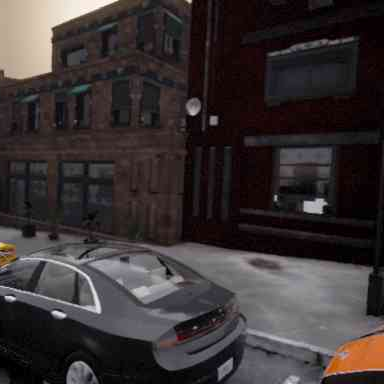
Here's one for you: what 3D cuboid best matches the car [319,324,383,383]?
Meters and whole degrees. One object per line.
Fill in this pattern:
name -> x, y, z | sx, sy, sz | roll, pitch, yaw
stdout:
car -> 2.878, 1.356, 1.478 | 4.553, 1.767, 2.185 | 0, 0, 36

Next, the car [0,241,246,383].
car -> -1.640, 1.478, 4.702 | 4.892, 1.521, 2.231 | 0, 0, 36
